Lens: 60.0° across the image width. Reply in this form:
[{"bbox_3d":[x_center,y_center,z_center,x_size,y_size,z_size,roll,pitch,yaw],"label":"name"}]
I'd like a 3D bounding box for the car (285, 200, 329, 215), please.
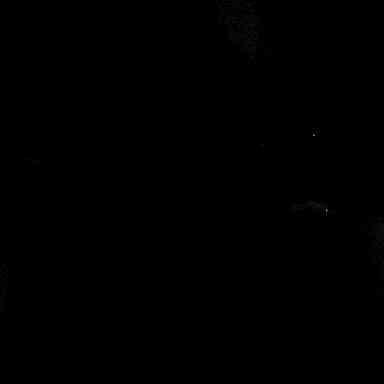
[{"bbox_3d":[11.867,1.579,34.457,1.812,1.442,4.674,1,0,-36],"label":"car"}]
